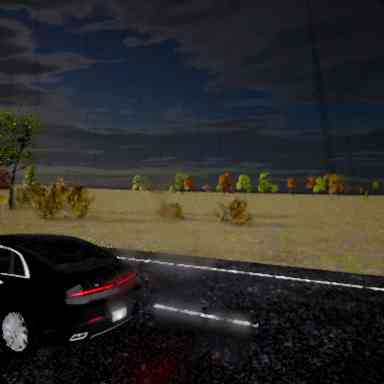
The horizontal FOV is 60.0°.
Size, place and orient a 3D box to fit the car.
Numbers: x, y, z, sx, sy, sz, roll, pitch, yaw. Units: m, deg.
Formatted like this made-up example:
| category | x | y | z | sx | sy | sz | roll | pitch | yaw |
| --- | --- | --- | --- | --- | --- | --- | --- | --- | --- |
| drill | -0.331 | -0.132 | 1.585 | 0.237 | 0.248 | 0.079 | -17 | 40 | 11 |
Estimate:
| category | x | y | z | sx | sy | sz | roll | pitch | yaw |
| --- | --- | --- | --- | --- | --- | --- | --- | --- | --- |
| car | -3.185 | 1.506 | 5.917 | 4.892 | 1.490 | 1.837 | 0 | 0 | 27 |
